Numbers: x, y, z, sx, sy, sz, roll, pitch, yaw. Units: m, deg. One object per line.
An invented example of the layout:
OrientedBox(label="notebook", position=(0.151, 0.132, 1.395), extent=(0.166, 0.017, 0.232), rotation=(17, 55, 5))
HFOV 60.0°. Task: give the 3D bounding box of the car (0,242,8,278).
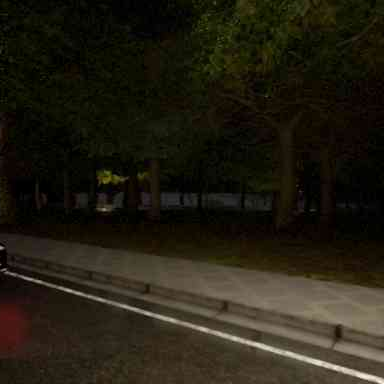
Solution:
OrientedBox(label="car", position=(-6.520, 1.480, 8.336), extent=(4.902, 1.511, 2.128), rotation=(0, 0, 36))
